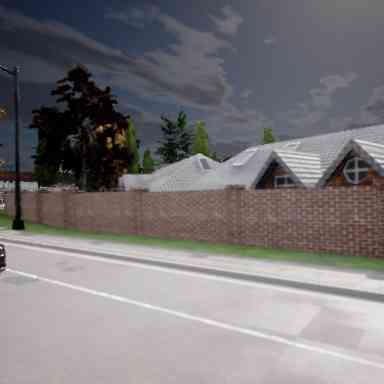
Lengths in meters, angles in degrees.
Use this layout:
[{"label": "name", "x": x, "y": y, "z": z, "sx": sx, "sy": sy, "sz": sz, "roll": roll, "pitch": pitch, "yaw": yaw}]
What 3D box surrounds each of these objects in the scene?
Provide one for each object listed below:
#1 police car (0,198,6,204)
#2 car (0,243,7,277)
[{"label": "police car", "x": -38.557, "y": 1.707, "z": 65.805, "sx": 1.930, "sy": 1.638, "sz": 5.238, "roll": -2, "pitch": 0, "yaw": 8}, {"label": "car", "x": -6.827, "y": 1.590, "z": 8.867, "sx": 4.902, "sy": 1.511, "sz": 2.128, "roll": -1, "pitch": 0, "yaw": 35}]
